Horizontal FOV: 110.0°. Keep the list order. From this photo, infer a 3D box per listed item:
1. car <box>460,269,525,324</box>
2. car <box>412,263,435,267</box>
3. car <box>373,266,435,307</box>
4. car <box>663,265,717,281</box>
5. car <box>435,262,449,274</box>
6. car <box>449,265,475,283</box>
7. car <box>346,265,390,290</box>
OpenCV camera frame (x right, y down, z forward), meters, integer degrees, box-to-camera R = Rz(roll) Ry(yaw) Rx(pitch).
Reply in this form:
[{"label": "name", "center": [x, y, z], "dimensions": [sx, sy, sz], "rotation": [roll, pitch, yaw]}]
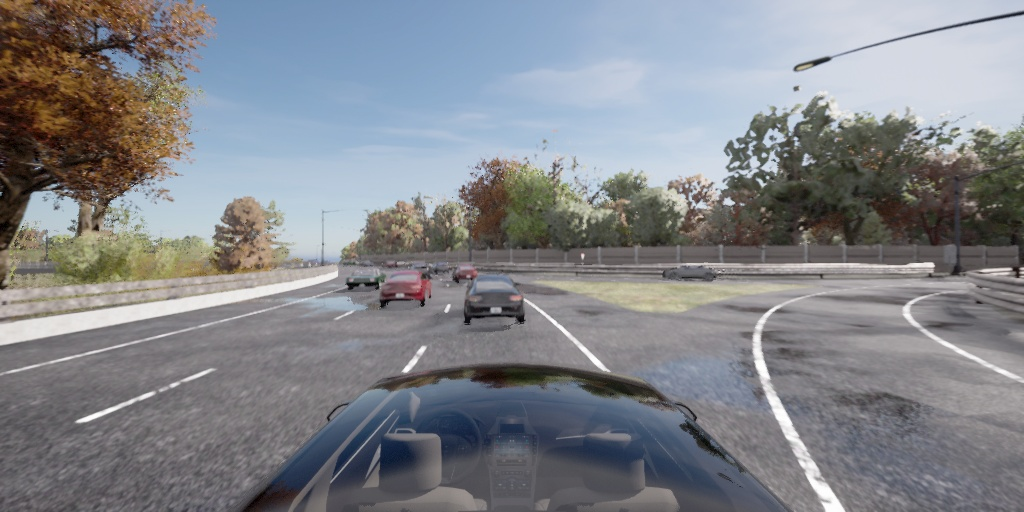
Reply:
[{"label": "car", "center": [-0.656, 1.337, 12.141], "dimensions": [1.812, 1.442, 4.674], "rotation": [0, 0, -5]}, {"label": "car", "center": [-9.395, 1.467, 36.246], "dimensions": [2.128, 1.511, 4.902], "rotation": [0, 0, -19]}, {"label": "car", "center": [-4.657, 1.372, 16.112], "dimensions": [1.812, 1.442, 4.674], "rotation": [0, 0, -8]}, {"label": "car", "center": [15.236, 1.430, 30.885], "dimensions": [4.181, 1.385, 1.994], "rotation": [0, 0, 17]}, {"label": "car", "center": [-9.148, 1.518, 45.379], "dimensions": [2.128, 1.511, 4.902], "rotation": [0, 0, -22]}, {"label": "car", "center": [-3.999, 1.450, 30.343], "dimensions": [1.812, 1.442, 4.674], "rotation": [0, 0, -15]}, {"label": "car", "center": [-9.617, 1.508, 23.999], "dimensions": [1.895, 1.301, 4.718], "rotation": [0, 0, -13]}]
